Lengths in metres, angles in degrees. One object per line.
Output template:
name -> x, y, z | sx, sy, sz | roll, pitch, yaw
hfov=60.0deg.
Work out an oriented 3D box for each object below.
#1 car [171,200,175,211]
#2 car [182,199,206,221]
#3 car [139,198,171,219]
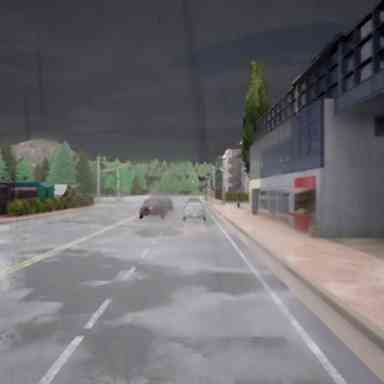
car -> -3.255, 1.519, 41.014 | 1.837, 1.490, 4.892 | 0, 1, 0
car -> 0.198, 1.536, 27.270 | 1.812, 1.442, 4.674 | 0, 0, 0
car -> -3.299, 1.359, 29.197 | 2.097, 1.767, 4.553 | 0, 0, 0
